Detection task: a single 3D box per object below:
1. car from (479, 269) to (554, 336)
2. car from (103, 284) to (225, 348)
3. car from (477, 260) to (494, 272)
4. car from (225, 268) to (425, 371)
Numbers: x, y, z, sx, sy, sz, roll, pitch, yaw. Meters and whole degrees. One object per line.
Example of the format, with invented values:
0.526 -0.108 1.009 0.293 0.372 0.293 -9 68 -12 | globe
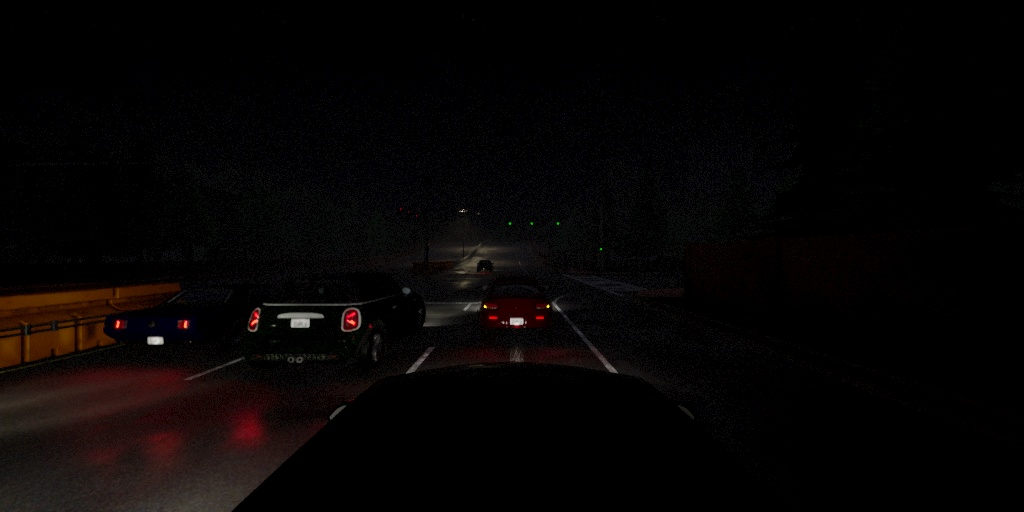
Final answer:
0.103 1.276 10.236 1.812 1.442 4.674 0 0 0 | car
-6.897 1.351 9.168 1.895 1.301 4.718 0 0 0 | car
-3.383 1.255 45.489 1.837 1.490 4.892 0 0 0 | car
-3.396 1.101 7.879 2.097 1.767 4.553 0 0 0 | car
